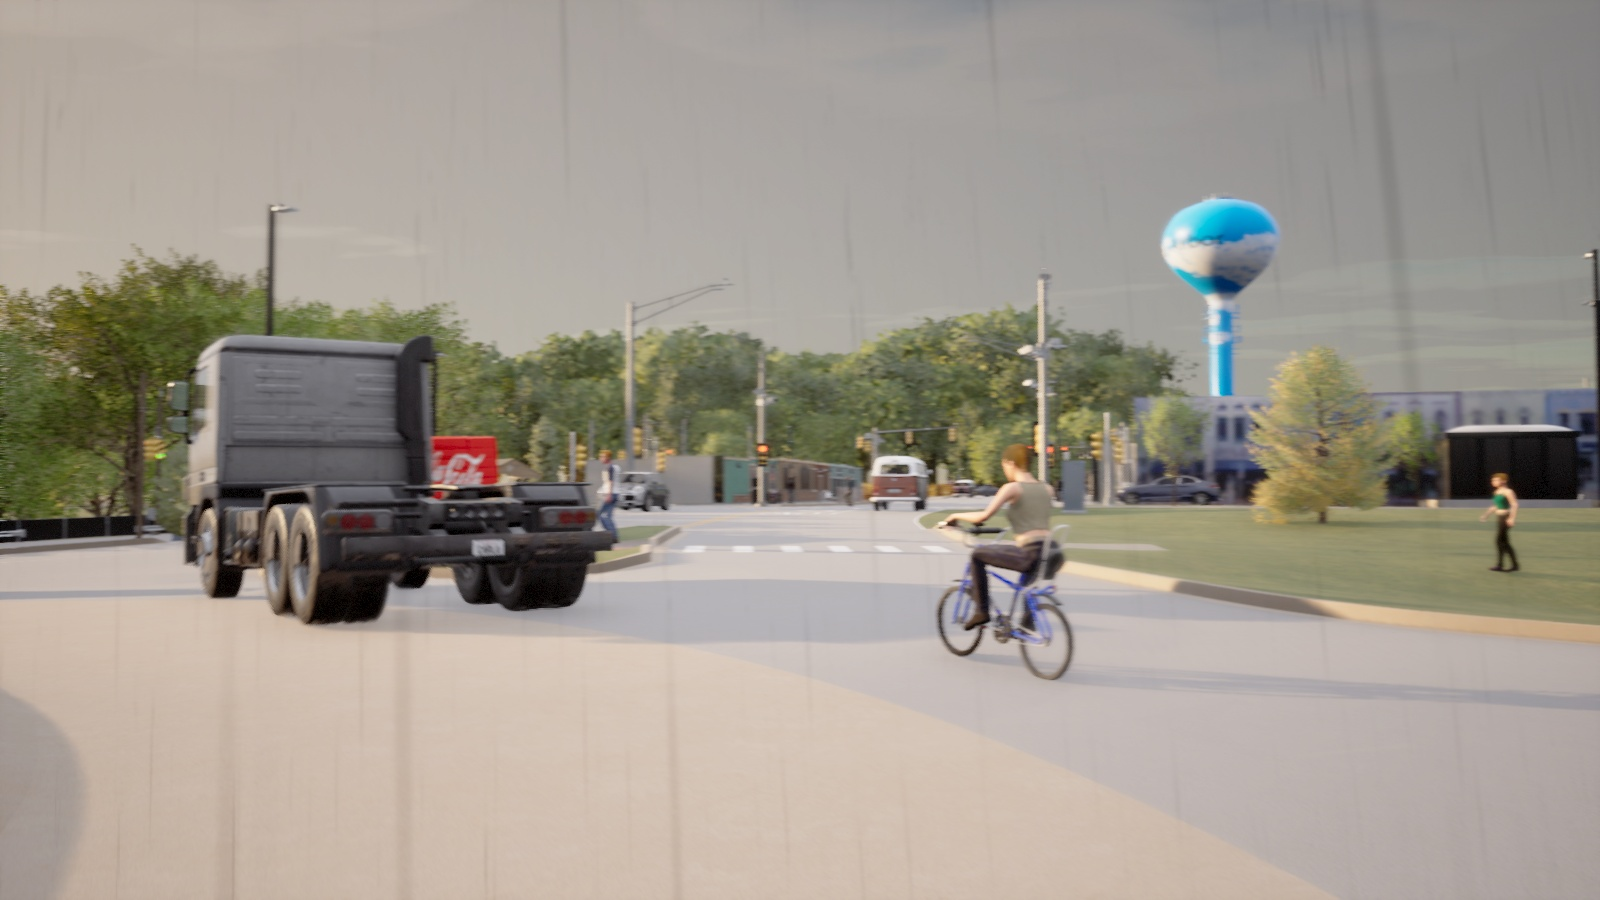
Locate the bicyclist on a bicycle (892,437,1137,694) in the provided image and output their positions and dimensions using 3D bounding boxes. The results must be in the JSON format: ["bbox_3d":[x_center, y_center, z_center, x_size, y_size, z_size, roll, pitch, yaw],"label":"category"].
[{"bbox_3d":[1.483,0.757,8.930,0.866,1.612,1.509,3,1,-30],"label":"bicyclist on a bicycle"}]

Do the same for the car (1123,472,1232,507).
[{"bbox_3d":[18.502,1.931,61.660,5.027,1.651,2.152,0,-3,16],"label":"car"}]

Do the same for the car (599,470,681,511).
[{"bbox_3d":[-5.954,1.506,47.123,1.970,1.475,3.806,0,-2,11],"label":"car"}]

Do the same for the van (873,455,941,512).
[{"bbox_3d":[4.137,1.286,47.783,2.069,2.038,4.480,0,-2,11],"label":"van"}]

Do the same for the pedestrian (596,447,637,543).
[{"bbox_3d":[-3.525,0.867,24.145,0.706,1.836,0.354,0,-3,6],"label":"pedestrian"}]

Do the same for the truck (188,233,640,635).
[{"bbox_3d":[-5.025,0.059,14.882,2.891,3.462,7.936,1,-3,-34],"label":"truck"}]

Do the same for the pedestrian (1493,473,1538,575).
[{"bbox_3d":[13.066,1.342,22.940,0.594,1.836,0.345,0,-3,10],"label":"pedestrian"}]

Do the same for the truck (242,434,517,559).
[{"bbox_3d":[-9.273,0.919,28.093,2.627,2.467,5.204,-1,1,37],"label":"truck"}]

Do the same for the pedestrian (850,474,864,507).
[{"bbox_3d":[3.255,2.332,71.995,0.726,1.842,0.402,-1,-3,20],"label":"pedestrian"}]
